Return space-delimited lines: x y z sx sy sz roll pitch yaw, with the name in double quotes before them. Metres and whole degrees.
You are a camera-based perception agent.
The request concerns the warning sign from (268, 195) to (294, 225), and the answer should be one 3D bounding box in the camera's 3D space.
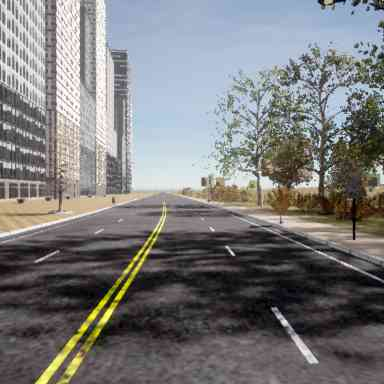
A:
"warning sign" 5.645 1.103 21.129 1.300 1.860 1.060 0 0 -2
